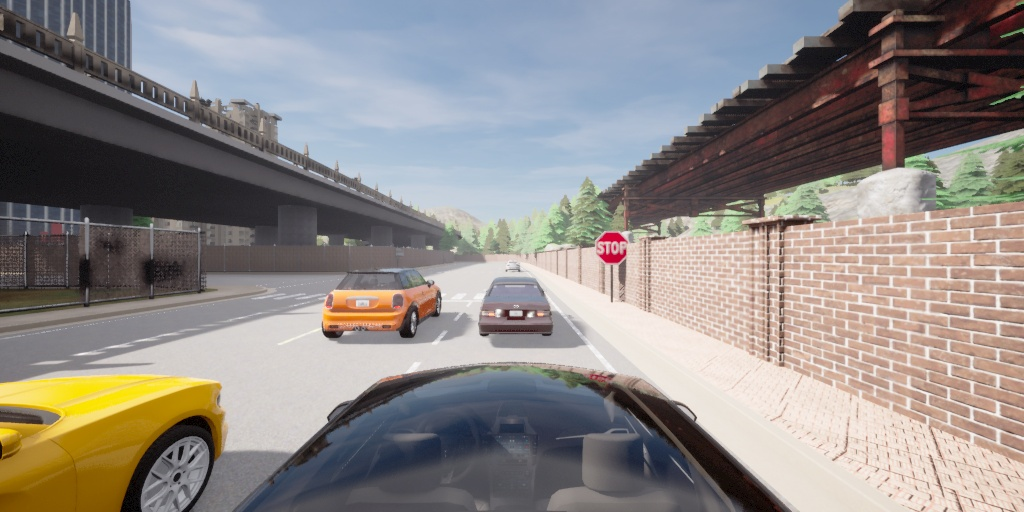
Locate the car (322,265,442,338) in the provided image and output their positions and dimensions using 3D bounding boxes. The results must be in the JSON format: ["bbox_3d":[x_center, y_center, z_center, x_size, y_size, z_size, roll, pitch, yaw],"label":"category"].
[{"bbox_3d":[-3.414,1.102,10.312,2.097,1.767,4.553,0,0,0],"label":"car"}]

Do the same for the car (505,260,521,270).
[{"bbox_3d":[0.110,1.276,46.214,1.812,1.442,4.674,0,0,-1],"label":"car"}]

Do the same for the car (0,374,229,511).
[{"bbox_3d":[-3.397,1.228,1.054,1.882,1.535,5.008,0,0,0],"label":"car"}]

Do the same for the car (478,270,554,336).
[{"bbox_3d":[0.087,1.297,10.331,2.033,1.411,5.357,0,0,0],"label":"car"}]
